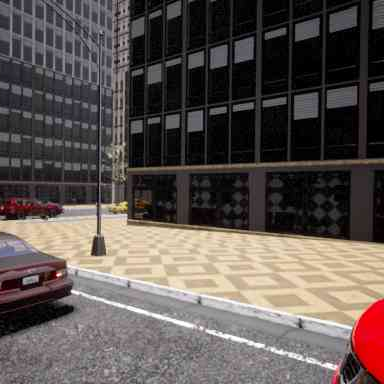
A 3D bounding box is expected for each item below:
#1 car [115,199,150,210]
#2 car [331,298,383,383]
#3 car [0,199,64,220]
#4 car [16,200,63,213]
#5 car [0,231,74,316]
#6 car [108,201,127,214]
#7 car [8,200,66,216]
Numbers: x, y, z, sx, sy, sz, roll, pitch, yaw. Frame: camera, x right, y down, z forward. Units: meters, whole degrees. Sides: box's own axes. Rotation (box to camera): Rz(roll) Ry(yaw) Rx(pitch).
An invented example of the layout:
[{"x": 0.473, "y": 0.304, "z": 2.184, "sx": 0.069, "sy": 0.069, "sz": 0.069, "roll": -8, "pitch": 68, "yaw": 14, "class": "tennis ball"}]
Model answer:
[{"x": -8.394, "y": 1.745, "z": 47.580, "sx": 1.882, "sy": 1.535, "sz": 5.008, "roll": 1, "pitch": 0, "yaw": 37, "class": "car"}, {"x": 3.474, "y": 1.222, "z": 1.196, "sx": 5.566, "sy": 2.045, "sz": 2.150, "roll": 0, "pitch": 0, "yaw": 36, "class": "car"}, {"x": -14.401, "y": 1.519, "z": 29.801, "sx": 2.192, "sy": 1.841, "sz": 5.009, "roll": 1, "pitch": 0, "yaw": 37, "class": "car"}, {"x": -17.874, "y": 1.642, "z": 39.185, "sx": 1.752, "sy": 1.417, "sz": 4.829, "roll": 1, "pitch": 0, "yaw": 37, "class": "car"}, {"x": -4.797, "y": 1.544, "z": 7.122, "sx": 5.357, "sy": 1.411, "sz": 2.033, "roll": 0, "pitch": 0, "yaw": 35, "class": "car"}, {"x": -7.580, "y": 1.830, "z": 38.995, "sx": 1.752, "sy": 1.417, "sz": 4.829, "roll": 1, "pitch": 0, "yaw": 37, "class": "car"}, {"x": -16.788, "y": 1.691, "z": 36.292, "sx": 2.033, "sy": 1.411, "sz": 5.357, "roll": 1, "pitch": 0, "yaw": 37, "class": "car"}]
